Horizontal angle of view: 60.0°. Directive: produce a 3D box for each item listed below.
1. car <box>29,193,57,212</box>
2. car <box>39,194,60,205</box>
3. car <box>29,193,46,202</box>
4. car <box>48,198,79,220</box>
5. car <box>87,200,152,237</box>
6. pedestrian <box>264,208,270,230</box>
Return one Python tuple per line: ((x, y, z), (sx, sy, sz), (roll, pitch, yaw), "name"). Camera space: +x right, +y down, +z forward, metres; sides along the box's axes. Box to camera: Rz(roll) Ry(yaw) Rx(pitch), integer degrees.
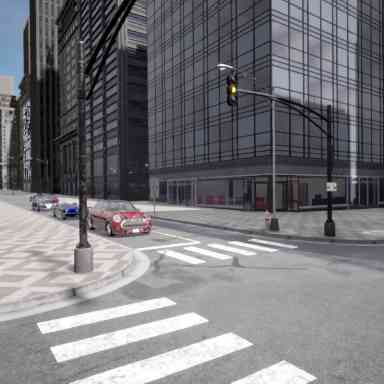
((-15.427, 1.179, 34.672), (2.128, 1.511, 4.902), (-1, 1, -34), "car")
((-20.554, 1.063, 47.894), (1.994, 1.385, 4.181), (-1, 1, -34), "car")
((-26.107, 0.884, 56.059), (1.837, 1.490, 4.892), (-1, 1, -34), "car")
((-9.605, 1.390, 26.081), (1.895, 1.301, 4.718), (-1, 1, -34), "car")
((-3.927, 1.234, 17.701), (2.097, 1.767, 4.553), (-1, 1, -34), "car")
((3.897, 1.374, 17.288), (0.500, 1.100, 0.500), (0, 0, -34), "pedestrian")
